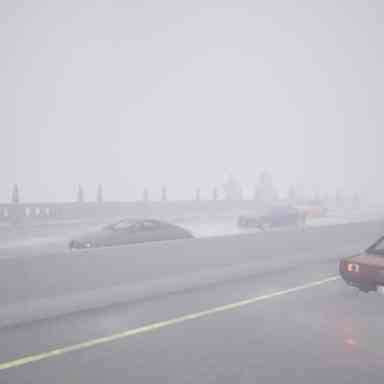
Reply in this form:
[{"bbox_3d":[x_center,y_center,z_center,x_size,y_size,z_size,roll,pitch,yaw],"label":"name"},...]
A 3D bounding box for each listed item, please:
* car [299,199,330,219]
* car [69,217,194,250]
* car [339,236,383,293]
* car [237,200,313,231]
[{"bbox_3d":[9.576,1.384,28.104,4.553,1.767,2.097,0,0,-36],"label":"car"},{"bbox_3d":[-1.927,1.567,11.217,4.181,1.385,1.994,0,0,-36],"label":"car"},{"bbox_3d":[5.529,1.608,7.690,4.718,1.301,1.895,0,0,-36],"label":"car"},{"bbox_3d":[4.965,1.494,20.445,5.008,1.535,1.882,0,0,-36],"label":"car"}]
